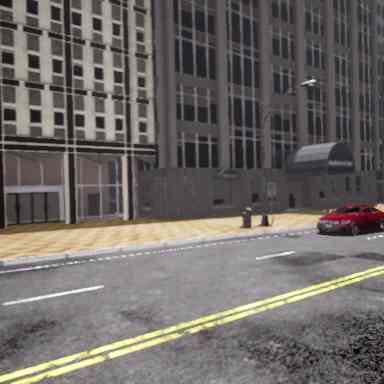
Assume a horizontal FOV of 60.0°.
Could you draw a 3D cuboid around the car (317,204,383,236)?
[{"bbox_3d":[8.618,1.403,17.673,4.674,1.442,1.812,0,0,-35],"label":"car"}]
